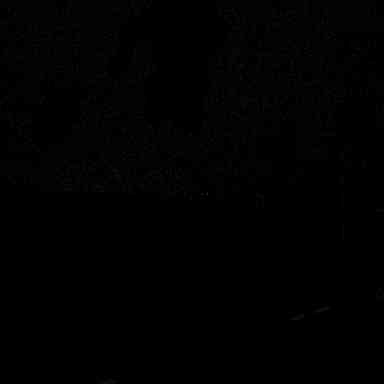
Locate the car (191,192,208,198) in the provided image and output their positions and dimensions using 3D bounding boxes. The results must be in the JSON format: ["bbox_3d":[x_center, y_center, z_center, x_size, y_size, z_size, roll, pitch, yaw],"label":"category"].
[{"bbox_3d":[1.652,0.613,71.598,1.994,1.385,4.181,1,0,-36],"label":"car"}]

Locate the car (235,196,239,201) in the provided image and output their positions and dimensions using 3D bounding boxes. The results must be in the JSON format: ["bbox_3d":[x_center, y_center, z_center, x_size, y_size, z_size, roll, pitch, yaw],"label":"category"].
[{"bbox_3d":[10.040,1.026,59.923,2.033,1.411,5.357,1,0,-35],"label":"car"}]

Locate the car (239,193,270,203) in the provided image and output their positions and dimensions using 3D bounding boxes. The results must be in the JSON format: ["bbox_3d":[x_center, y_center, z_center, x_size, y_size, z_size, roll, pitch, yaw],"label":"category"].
[{"bbox_3d":[10.496,1.000,54.410,1.882,1.535,5.008,1,1,-35],"label":"car"}]
